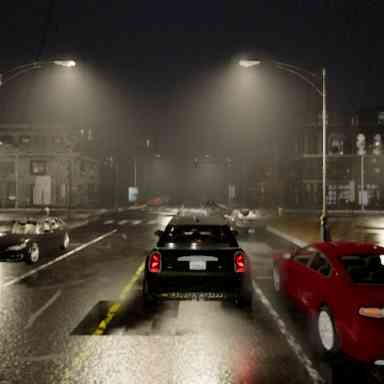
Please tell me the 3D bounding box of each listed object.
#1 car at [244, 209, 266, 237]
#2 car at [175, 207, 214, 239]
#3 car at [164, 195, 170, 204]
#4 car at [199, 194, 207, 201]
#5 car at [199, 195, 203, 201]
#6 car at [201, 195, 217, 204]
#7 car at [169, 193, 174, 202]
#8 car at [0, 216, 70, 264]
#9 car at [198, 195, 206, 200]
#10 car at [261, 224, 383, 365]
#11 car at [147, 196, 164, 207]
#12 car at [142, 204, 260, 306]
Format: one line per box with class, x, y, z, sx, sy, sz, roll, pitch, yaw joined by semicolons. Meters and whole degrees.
car;2.717;1.550;17.294;2.008;1.369;4.403;0;0;0
car;0.115;1.600;18.388;1.895;1.301;4.718;0;0;0
car;-5.608;1.549;60.752;2.008;1.369;4.403;0;0;0
car;2.809;1.444;88.337;1.967;1.590;4.097;0;0;0
car;2.773;1.580;60.727;1.802;1.307;4.206;0;0;0
car;2.758;1.564;49.685;1.947;1.339;4.313;0;0;0
car;-5.593;1.440;71.796;1.967;1.590;4.097;0;0;0
car;-5.671;1.550;11.631;2.008;1.369;4.403;0;0;0
car;2.815;1.556;93.860;2.008;1.369;4.403;0;0;0
car;2.702;1.544;5.910;1.887;1.381;4.507;0;0;0
car;-5.622;1.580;49.709;1.802;1.307;4.206;0;0;0
car;0.110;1.352;8.167;2.097;1.767;4.553;0;0;0
